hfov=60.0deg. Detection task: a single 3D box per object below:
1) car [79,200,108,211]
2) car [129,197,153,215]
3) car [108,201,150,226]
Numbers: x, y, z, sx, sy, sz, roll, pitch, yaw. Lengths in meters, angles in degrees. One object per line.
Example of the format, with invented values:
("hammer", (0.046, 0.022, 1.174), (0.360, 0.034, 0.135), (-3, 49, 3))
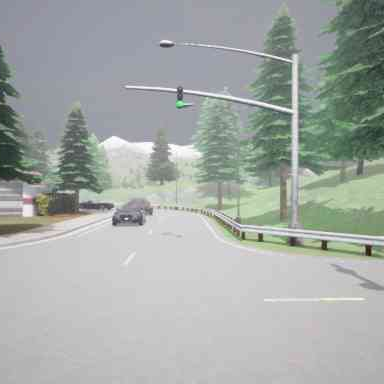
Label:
("car", (-12.023, 1.592, 40.962), (4.718, 1.301, 1.895), (0, 0, 13))
("car", (-5.336, 1.341, 33.321), (2.097, 1.767, 4.553), (0, 0, -20))
("car", (-4.359, 1.555, 23.544), (1.994, 1.385, 4.181), (0, 0, -3))
